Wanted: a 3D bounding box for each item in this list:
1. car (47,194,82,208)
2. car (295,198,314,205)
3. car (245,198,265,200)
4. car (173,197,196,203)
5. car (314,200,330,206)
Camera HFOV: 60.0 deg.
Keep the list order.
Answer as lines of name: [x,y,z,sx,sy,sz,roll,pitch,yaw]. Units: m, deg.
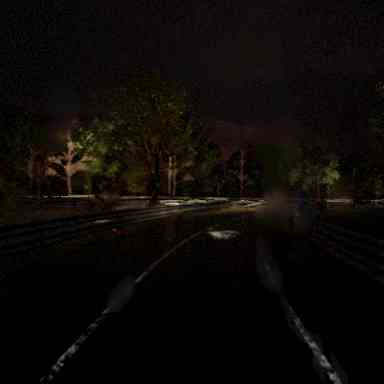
car: [-16.892,1.118,43.871,4.553,1.767,2.097,2,0,-40]
car: [28.897,2.575,86.648,5.008,1.535,1.882,2,0,-40]
car: [13.165,2.141,73.519,5.008,1.535,1.882,2,0,-40]
car: [-1.378,1.716,65.938,5.008,1.535,1.882,2,0,-40]
car: [34.036,2.724,86.379,5.008,1.535,1.882,2,0,-40]
